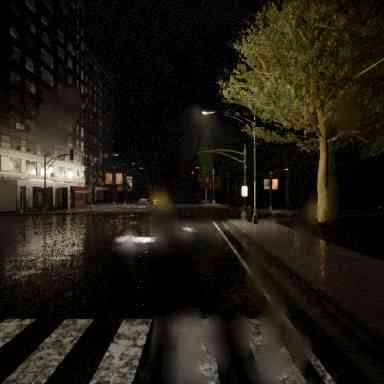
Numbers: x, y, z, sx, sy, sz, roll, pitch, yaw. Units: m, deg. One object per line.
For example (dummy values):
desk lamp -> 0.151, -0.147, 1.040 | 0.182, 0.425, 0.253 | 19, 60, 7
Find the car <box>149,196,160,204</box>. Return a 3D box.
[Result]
car -> -9.553, 1.961, 85.923 | 2.150, 2.045, 5.566 | 0, -1, 0

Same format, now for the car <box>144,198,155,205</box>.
car -> -9.578, 2.132, 75.517 | 1.994, 1.385, 4.181 | 0, -1, 0

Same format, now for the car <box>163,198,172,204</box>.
car -> -6.303, 2.264, 86.178 | 1.812, 1.442, 4.674 | 0, -1, 0

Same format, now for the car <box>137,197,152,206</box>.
car -> -9.601, 2.008, 65.649 | 1.994, 1.385, 4.181 | 0, -1, 0

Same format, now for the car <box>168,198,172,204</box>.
car -> -6.327, 2.127, 75.976 | 2.033, 1.411, 5.357 | 0, -1, 0

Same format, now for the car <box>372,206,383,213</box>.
car -> 41.779, 3.913, 74.422 | 4.892, 1.490, 1.837 | 4, -3, -45

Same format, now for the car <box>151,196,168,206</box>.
car -> -6.350, 1.926, 65.976 | 1.882, 1.535, 5.008 | 0, -1, 0
